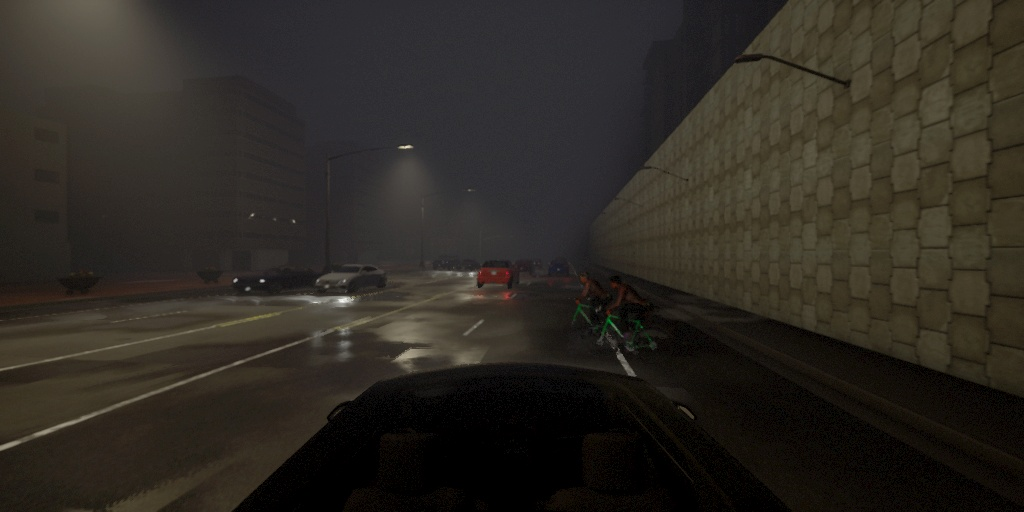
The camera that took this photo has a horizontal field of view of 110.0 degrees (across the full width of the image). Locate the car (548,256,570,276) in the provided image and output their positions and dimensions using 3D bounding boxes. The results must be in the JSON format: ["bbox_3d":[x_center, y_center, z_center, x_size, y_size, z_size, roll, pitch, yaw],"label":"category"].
[{"bbox_3d":[4.512,1.054,34.305,1.882,1.535,5.008,0,0,9],"label":"car"}]

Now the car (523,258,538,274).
[{"bbox_3d":[1.286,1.034,36.774,1.882,1.535,5.008,0,0,9],"label":"car"}]

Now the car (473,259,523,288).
[{"bbox_3d":[-0.756,0.983,22.637,2.097,1.767,4.553,0,0,8],"label":"car"}]

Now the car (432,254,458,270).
[{"bbox_3d":[-8.179,0.714,45.171,2.150,2.045,5.566,0,0,9],"label":"car"}]

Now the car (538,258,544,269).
[{"bbox_3d":[3.399,1.029,50.886,2.033,1.411,5.357,0,0,9],"label":"car"}]

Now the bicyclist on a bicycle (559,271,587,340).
[{"bbox_3d":[1.801,1.170,8.117,1.656,1.620,0.582,-2,-1,34],"label":"bicyclist on a bicycle"}]

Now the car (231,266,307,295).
[{"bbox_3d":[-12.125,1.229,19.064,1.895,1.301,4.718,0,0,9],"label":"car"}]

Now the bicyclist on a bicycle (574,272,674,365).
[{"bbox_3d":[2.109,1.177,6.679,1.656,1.620,0.582,-2,-1,27],"label":"bicyclist on a bicycle"}]

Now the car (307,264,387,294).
[{"bbox_3d":[-8.524,1.159,19.468,1.812,1.442,4.674,0,0,9],"label":"car"}]

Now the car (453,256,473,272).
[{"bbox_3d":[-5.073,1.038,42.370,1.812,1.442,4.674,0,0,9],"label":"car"}]
